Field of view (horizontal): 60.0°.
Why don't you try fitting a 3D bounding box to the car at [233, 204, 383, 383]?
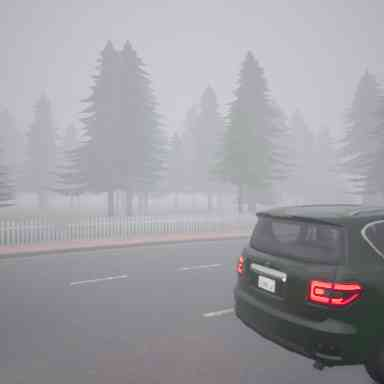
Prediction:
[{"bbox_3d":[3.305,1.226,5.350,5.566,2.045,2.150,0,0,-27],"label":"car"}]
